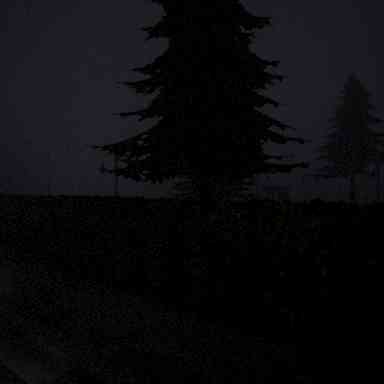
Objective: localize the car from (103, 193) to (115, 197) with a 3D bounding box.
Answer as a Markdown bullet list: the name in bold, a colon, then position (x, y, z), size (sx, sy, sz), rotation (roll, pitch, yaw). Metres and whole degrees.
- **car**: position (-15.894, 1.122, 70.670), size (4.605, 1.855, 1.932), rotation (0, 0, -45)

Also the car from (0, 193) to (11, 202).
- **car**: position (-41.792, 1.131, 71.594), size (4.605, 1.855, 1.932), rotation (0, 0, -45)

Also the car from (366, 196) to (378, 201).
- **car**: position (42.289, 1.547, 78.063), size (2.033, 1.411, 5.357), rotation (0, 0, 45)

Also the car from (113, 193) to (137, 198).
- **car**: position (-10.322, 1.402, 54.252), size (3.806, 1.475, 1.970), rotation (0, 0, -45)

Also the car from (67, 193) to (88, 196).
- **car**: position (-27.209, 1.185, 81.562), size (5.027, 1.636, 2.152), rotation (0, 0, -45)

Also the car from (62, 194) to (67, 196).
- **car**: position (-31.944, 1.266, 85.905), size (3.806, 1.475, 1.970), rotation (0, 0, -45)
